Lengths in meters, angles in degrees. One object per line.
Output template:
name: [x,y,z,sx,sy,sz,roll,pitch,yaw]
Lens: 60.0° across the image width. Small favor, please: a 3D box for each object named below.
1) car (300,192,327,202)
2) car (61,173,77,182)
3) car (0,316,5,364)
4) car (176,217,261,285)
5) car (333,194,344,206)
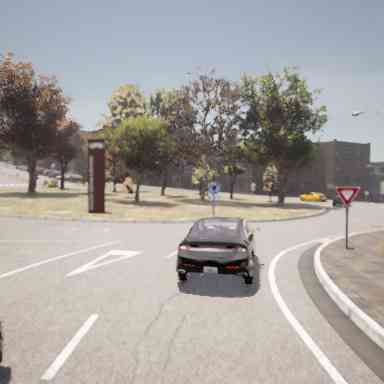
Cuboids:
car: [19.468,0.784,53.671,1.882,1.535,5.008,-1,2,-20]
car: [-31.101,-3.472,87.593,2.231,1.521,4.892,7,6,28]
car: [-3.336,1.348,2.151,2.097,1.767,4.553,0,0,1]
car: [0.880,1.460,9.541,2.128,1.511,4.902,0,0,11]
car: [19.792,1.070,44.009,1.837,1.490,4.892,0,1,29]
